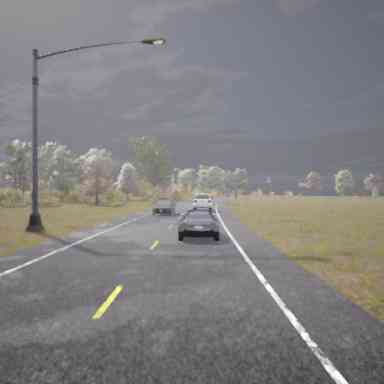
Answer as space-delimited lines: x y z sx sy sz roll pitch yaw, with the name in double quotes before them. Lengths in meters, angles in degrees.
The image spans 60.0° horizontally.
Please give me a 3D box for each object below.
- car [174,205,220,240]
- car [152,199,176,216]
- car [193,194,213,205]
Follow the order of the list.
"car" 0.352 1.567 17.022 1.994 1.385 4.181 0 0 1
"car" -2.694 1.487 32.827 1.882 1.535 5.008 0 0 3
"car" 1.333 1.227 40.391 2.150 2.045 5.566 0 0 3
